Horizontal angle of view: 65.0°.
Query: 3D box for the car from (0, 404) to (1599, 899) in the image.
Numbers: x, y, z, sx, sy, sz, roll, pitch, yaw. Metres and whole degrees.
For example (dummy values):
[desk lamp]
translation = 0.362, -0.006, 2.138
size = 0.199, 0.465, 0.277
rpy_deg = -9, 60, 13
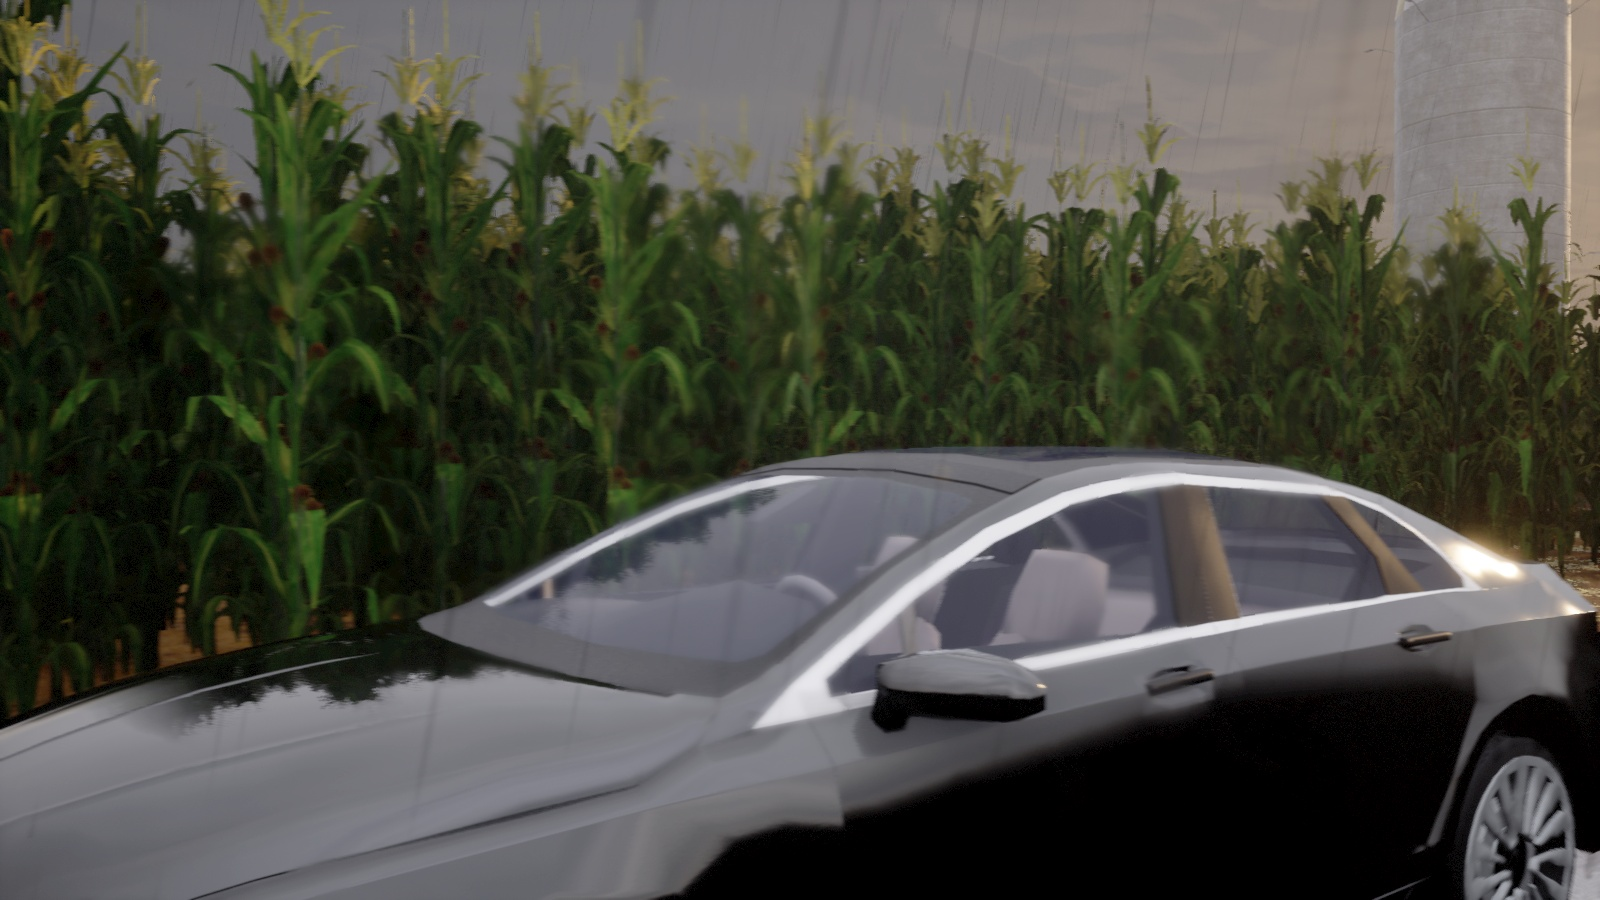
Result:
[car]
translation = 0.283, 0.705, 3.369
size = 4.902, 1.511, 2.128
rpy_deg = 0, 0, -35
